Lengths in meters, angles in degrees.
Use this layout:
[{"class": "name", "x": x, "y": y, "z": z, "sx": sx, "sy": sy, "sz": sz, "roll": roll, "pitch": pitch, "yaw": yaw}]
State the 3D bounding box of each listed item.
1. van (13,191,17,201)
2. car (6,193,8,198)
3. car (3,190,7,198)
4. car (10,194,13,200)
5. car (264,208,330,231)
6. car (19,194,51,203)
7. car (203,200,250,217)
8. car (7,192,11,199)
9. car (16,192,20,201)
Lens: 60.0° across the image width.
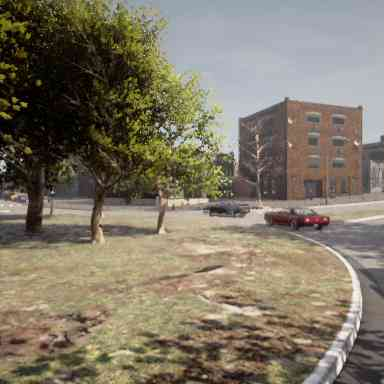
[{"class": "van", "x": -34.066, "y": 1.083, "z": 69.316, "sx": 4.442, "sy": 1.987, "sz": 1.878, "roll": 0, "pitch": 1, "yaw": -35}, {"class": "car", "x": -40.301, "y": 1.173, "z": 78.374, "sx": 4.892, "sy": 1.521, "sz": 2.231, "roll": 0, "pitch": 1, "yaw": -35}, {"class": "car", "x": -41.881, "y": 0.884, "z": 80.655, "sx": 5.566, "sy": 2.045, "sz": 2.435, "roll": 0, "pitch": 1, "yaw": -35}, {"class": "car", "x": -37.078, "y": 1.118, "z": 73.845, "sx": 4.553, "sy": 1.767, "sz": 2.185, "roll": 0, "pitch": 1, "yaw": -35}, {"class": "car", "x": 6.470, "y": 1.633, "z": 21.162, "sx": 1.895, "sy": 1.301, "sz": 4.718, "roll": 0, "pitch": 0, "yaw": -16}, {"class": "car", "x": -29.189, "y": 1.404, "z": 62.549, "sx": 4.792, "sy": 1.488, "sz": 2.163, "roll": 0, "pitch": 0, "yaw": -35}, {"class": "car", "x": 3.167, "y": 1.501, "z": 31.439, "sx": 4.902, "sy": 1.511, "sz": 2.128, "roll": -1, "pitch": 0, "yaw": 45}, {"class": "car", "x": -38.781, "y": 1.206, "z": 76.198, "sx": 5.008, "sy": 1.535, "sz": 2.097, "roll": 0, "pitch": 1, "yaw": -35}, {"class": "car", "x": -32.270, "y": 1.209, "z": 67.025, "sx": 4.553, "sy": 1.767, "sz": 2.185, "roll": 0, "pitch": 0, "yaw": -35}]
